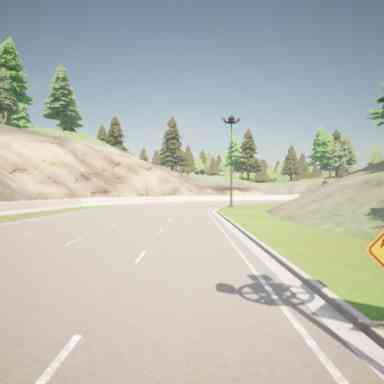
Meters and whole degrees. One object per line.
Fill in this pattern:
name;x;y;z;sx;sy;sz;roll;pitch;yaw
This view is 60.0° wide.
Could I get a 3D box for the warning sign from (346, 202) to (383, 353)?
warning sign;3.050;1.088;4.649;1.300;1.860;1.060;0;0;0
